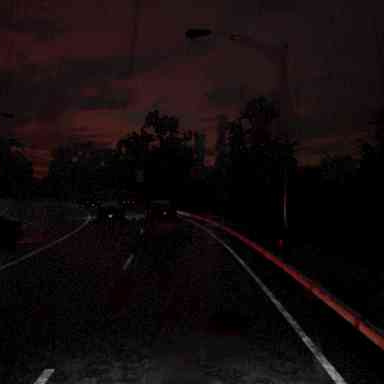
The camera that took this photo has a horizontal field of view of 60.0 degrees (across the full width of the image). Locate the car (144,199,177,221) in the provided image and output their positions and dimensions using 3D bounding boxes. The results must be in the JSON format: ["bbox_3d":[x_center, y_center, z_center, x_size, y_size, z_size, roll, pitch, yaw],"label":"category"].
[{"bbox_3d":[-2.411,1.258,24.758,1.882,1.535,5.008,0,1,-14],"label":"car"}]

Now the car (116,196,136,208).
[{"bbox_3d":[-8.431,1.167,40.195,2.033,1.411,5.357,0,0,-29],"label":"car"}]

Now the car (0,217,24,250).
[{"bbox_3d":[-7.454,1.452,10.876,2.033,1.411,5.357,0,1,-4],"label":"car"}]

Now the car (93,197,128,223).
[{"bbox_3d":[-5.617,1.306,23.184,1.812,1.442,4.674,0,1,-12],"label":"car"}]

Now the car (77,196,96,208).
[{"bbox_3d":[-12.595,1.179,40.286,1.895,1.301,4.718,0,0,-31],"label":"car"}]
